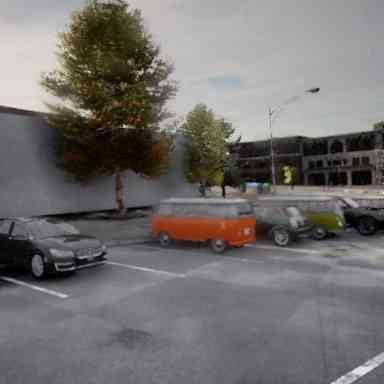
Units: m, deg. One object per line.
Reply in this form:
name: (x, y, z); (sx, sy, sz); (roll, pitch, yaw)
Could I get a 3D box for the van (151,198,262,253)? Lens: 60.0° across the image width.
van: (0.271, 1.252, 13.505); (4.442, 1.987, 1.878); (-1, 0, 36)

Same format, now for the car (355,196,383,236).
car: (7.871, 1.198, 18.446); (5.566, 2.045, 2.435); (-1, -1, 36)

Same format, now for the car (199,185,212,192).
car: (2.561, -0.684, 65.385); (2.163, 1.488, 4.792); (1, 6, 17)

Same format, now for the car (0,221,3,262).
car: (-7.115, 1.533, 8.386); (4.792, 1.488, 2.163); (-1, 0, 36)

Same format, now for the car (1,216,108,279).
car: (-4.611, 1.496, 10.076); (4.892, 1.521, 2.231); (-1, -1, 36)

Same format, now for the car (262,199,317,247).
car: (2.886, 1.342, 15.095); (4.553, 1.767, 2.185); (-1, 0, 36)

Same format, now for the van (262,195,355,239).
van: (5.451, 1.231, 16.723); (4.442, 1.987, 1.878); (-1, -1, 36)
